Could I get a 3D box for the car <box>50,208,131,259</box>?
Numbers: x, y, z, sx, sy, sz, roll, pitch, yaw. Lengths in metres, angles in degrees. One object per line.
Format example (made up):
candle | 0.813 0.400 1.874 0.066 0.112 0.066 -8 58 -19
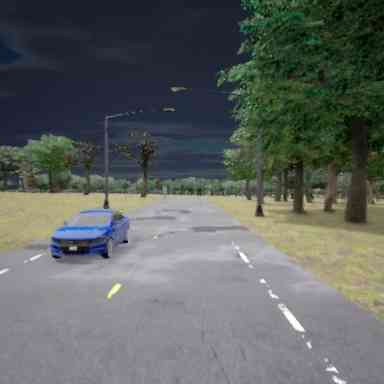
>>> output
car | -3.600 1.417 12.590 1.882 1.535 5.008 0 0 0
